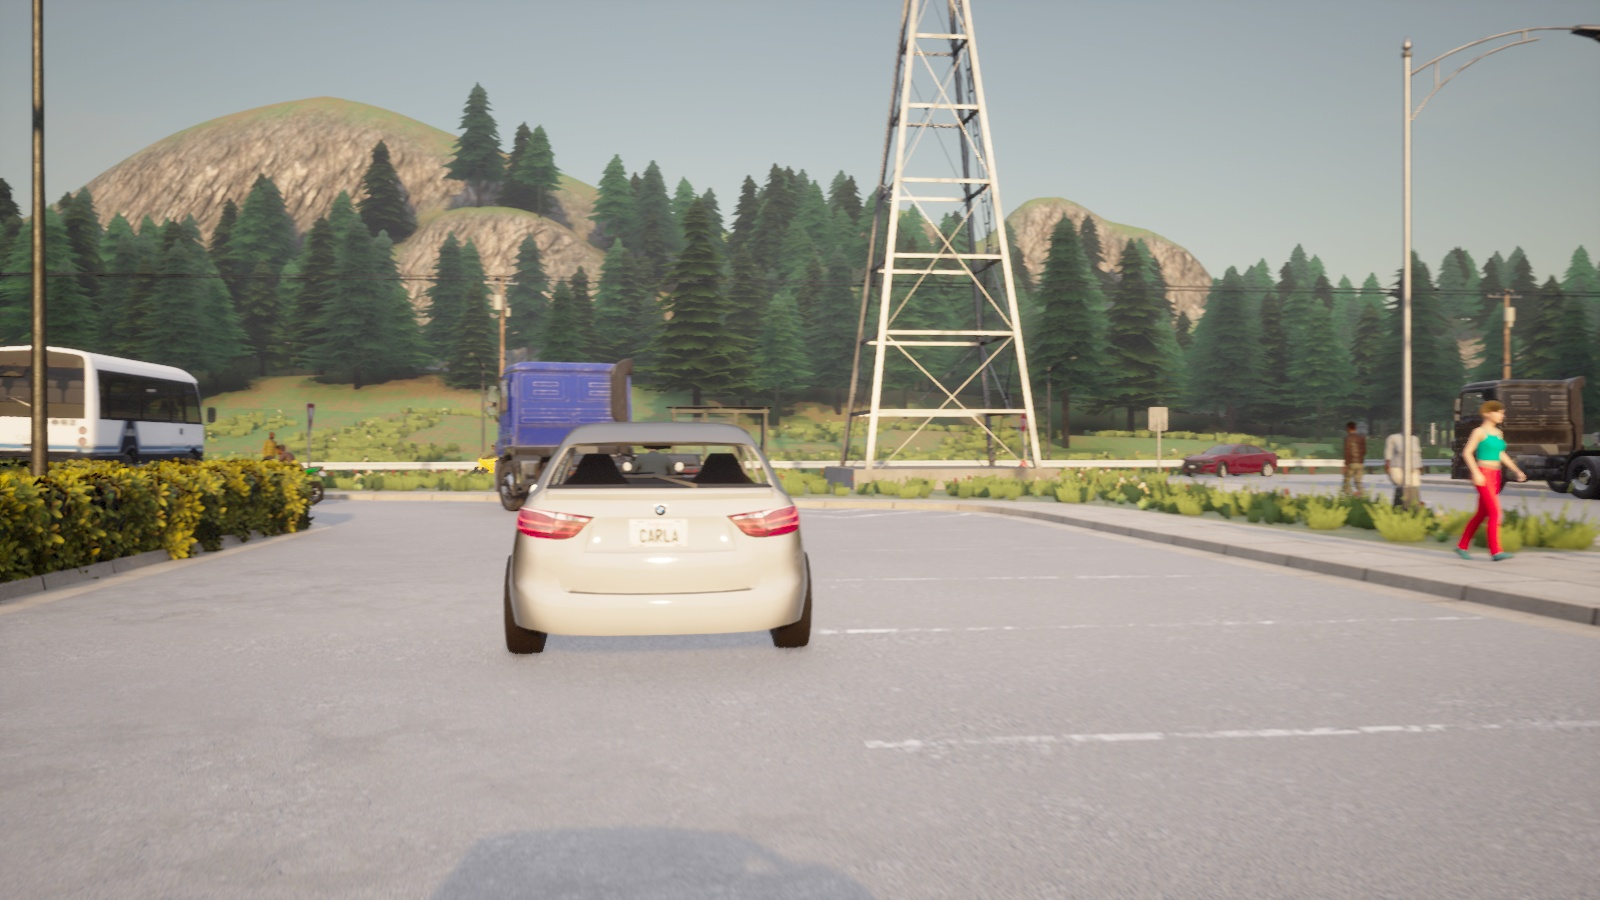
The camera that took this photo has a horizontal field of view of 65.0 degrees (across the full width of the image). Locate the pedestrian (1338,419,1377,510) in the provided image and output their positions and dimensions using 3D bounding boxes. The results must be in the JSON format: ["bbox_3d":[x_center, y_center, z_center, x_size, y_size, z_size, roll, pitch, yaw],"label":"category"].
[{"bbox_3d":[11.373,0.293,25.643,0.431,1.840,0.703,0,0,-6],"label":"pedestrian"}]

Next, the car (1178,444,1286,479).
[{"bbox_3d":[19.275,0.487,55.930,5.008,1.535,1.882,0,0,-33],"label":"car"}]

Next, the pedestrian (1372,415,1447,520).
[{"bbox_3d":[11.011,0.306,22.723,0.874,1.855,0.900,0,0,-6],"label":"pedestrian"}]

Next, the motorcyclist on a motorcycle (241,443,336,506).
[{"bbox_3d":[-12.686,0.595,31.150,2.044,1.523,0.797,0,0,5],"label":"motorcyclist on a motorcycle"}]

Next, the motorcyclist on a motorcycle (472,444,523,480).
[{"bbox_3d":[-13.026,0.497,54.124,2.044,1.523,0.797,0,0,-6],"label":"motorcyclist on a motorcycle"}]

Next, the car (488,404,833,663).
[{"bbox_3d":[-1.167,0.543,10.510,2.242,1.667,4.611,0,0,-7],"label":"car"}]

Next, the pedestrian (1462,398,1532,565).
[{"bbox_3d":[7.856,0.345,14.169,0.345,1.836,0.594,0,0,-32],"label":"pedestrian"}]

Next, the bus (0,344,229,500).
[{"bbox_3d":[-21.879,-0.802,39.921,3.944,4.253,10.273,2,0,-8],"label":"bus"}]

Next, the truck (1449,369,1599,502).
[{"bbox_3d":[21.891,-0.383,34.842,2.891,3.462,7.936,0,0,-7],"label":"truck"}]

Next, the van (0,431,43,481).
[{"bbox_3d":[-34.136,0.247,51.833,4.480,2.038,2.069,0,0,-6],"label":"van"}]

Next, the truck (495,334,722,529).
[{"bbox_3d":[-4.323,-0.349,26.527,2.891,3.462,7.936,0,0,-23],"label":"truck"}]

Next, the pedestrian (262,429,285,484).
[{"bbox_3d":[-17.922,0.218,42.769,0.726,1.835,0.370,0,0,33],"label":"pedestrian"}]
